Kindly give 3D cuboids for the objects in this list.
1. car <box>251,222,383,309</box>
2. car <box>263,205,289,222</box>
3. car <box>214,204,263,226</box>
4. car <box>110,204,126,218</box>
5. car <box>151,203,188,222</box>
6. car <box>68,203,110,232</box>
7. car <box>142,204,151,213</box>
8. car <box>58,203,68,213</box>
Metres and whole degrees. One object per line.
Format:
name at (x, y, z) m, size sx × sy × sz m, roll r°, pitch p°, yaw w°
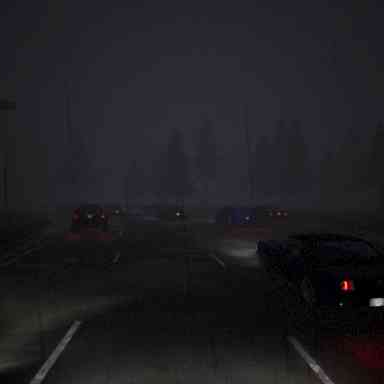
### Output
car at (3.056, 1.663, 8.052) m, size 1.895 × 1.301 × 4.718 m, roll 0°, pitch 0°, yaw -6°
car at (6.098, 1.773, 28.263) m, size 2.033 × 1.411 × 5.357 m, roll 0°, pitch 0°, yaw -15°
car at (3.220, 1.685, 25.466) m, size 1.882 × 1.535 × 5.008 m, roll 0°, pitch 0°, yaw -15°
car at (-8.173, 1.861, 33.687) m, size 1.994 × 1.385 × 4.181 m, roll 0°, pitch -1°, yaw -31°
car at (-1.894, 1.813, 29.252) m, size 1.994 × 1.385 × 4.181 m, roll 0°, pitch 0°, yaw -22°
car at (-6.693, 1.548, 22.031) m, size 2.097 × 1.767 × 4.553 m, roll 0°, pitch -1°, yaw -15°
car at (-4.330, 1.950, 40.914) m, size 1.895 × 1.301 × 4.718 m, roll 0°, pitch -1°, yaw -37°
car at (-15.005, 1.979, 41.913) m, size 4.718 × 1.301 × 1.895 m, roll 0°, pitch -1°, yaw 41°
